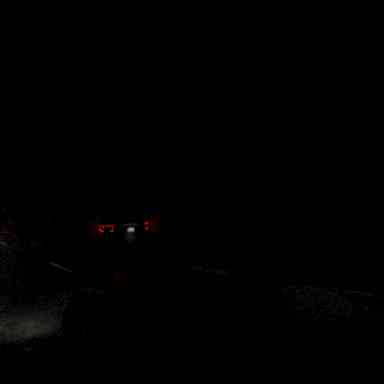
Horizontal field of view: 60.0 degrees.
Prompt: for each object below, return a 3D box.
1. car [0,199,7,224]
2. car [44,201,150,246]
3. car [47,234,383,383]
[{"bbox_3d":[-17.088,1.572,27.569,2.150,2.045,5.566,0,-1,-42],"label":"car"},{"bbox_3d":[-3.853,1.370,13.005,2.150,2.045,5.566,0,-1,-43],"label":"car"},{"bbox_3d":[0.158,1.570,4.308,4.674,1.442,1.812,-1,-1,41],"label":"car"}]
